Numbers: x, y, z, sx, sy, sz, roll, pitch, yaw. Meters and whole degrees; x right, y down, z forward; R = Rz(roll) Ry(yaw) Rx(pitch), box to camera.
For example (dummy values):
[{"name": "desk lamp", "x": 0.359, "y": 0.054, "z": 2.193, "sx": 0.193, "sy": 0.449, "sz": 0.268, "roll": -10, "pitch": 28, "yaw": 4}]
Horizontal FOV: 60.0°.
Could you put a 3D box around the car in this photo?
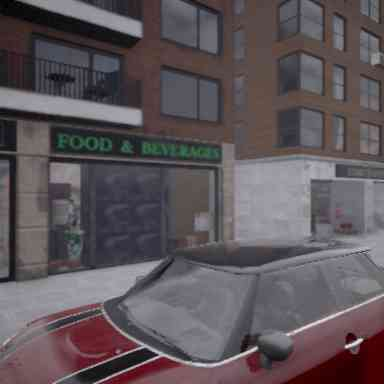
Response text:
[{"name": "car", "x": 0.353, "y": 1.350, "z": 3.316, "sx": 4.553, "sy": 1.767, "sz": 2.097, "roll": 0, "pitch": 0, "yaw": -35}]
